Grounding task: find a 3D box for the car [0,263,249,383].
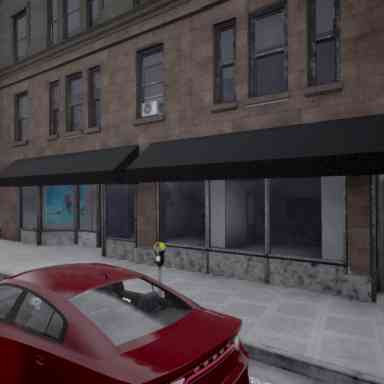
[{"bbox_3d":[-1.554,1.545,3.958,4.507,1.381,1.887,0,0,35],"label":"car"}]
